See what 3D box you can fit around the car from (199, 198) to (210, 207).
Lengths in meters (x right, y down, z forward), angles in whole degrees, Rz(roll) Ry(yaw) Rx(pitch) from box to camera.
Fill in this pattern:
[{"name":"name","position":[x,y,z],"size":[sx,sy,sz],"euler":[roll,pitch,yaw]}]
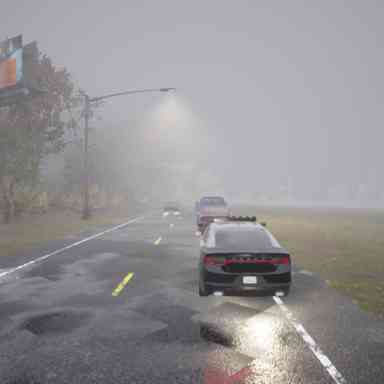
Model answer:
[{"name":"car","position":[2.265,1.850,59.382],"size":[1.882,1.535,5.008],"euler":[0,-1,4]}]

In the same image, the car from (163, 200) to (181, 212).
[{"name":"car","position":[-2.437,1.760,41.720],"size":[2.033,1.411,5.357],"euler":[0,-1,3]}]

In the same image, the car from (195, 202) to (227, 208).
[{"name":"car","position":[1.292,1.526,18.621],"size":[1.882,1.535,5.008],"euler":[0,0,1]}]

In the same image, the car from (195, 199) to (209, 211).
[{"name":"car","position":[1.442,1.780,46.570],"size":[1.812,1.442,4.674],"euler":[0,-1,4]}]

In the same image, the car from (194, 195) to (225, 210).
[{"name":"car","position":[1.465,1.304,24.630],"size":[2.150,2.045,5.566],"euler":[0,0,2]}]

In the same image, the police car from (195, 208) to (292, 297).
[{"name":"police car","position":[1.109,1.438,8.766],"size":[1.930,1.638,5.238],"euler":[0,0,1]}]
